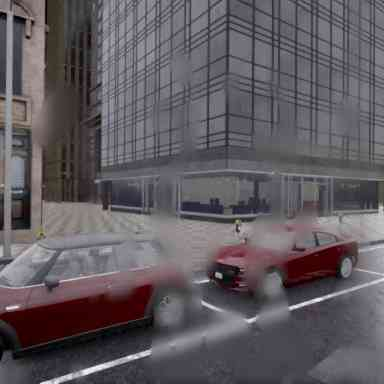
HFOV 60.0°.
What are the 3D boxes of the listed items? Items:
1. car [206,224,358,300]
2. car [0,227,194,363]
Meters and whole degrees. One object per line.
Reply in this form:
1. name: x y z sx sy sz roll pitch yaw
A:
1. car: 2.413 1.547 8.431 4.507 1.381 1.887 0 1 -35
2. car: -2.050 1.440 5.286 4.097 1.590 1.967 0 1 -35
